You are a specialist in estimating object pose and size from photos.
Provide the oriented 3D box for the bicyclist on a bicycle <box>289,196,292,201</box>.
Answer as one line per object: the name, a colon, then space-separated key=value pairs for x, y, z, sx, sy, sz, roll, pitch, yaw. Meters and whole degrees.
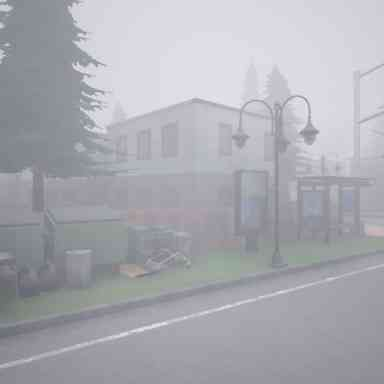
bicyclist on a bicycle: x=10.668 y=1.282 z=36.332 sx=0.582 sy=1.620 sz=1.656 roll=0 pitch=0 yaw=44
